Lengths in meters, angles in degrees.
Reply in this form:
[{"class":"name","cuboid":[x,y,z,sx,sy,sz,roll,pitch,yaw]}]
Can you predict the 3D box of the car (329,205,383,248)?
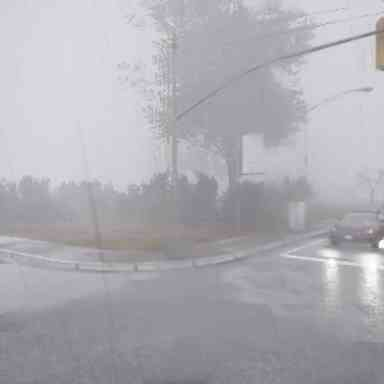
[{"class":"car","cuboid":[7.740,1.537,15.036,1.812,1.442,4.674,0,0,40]}]
